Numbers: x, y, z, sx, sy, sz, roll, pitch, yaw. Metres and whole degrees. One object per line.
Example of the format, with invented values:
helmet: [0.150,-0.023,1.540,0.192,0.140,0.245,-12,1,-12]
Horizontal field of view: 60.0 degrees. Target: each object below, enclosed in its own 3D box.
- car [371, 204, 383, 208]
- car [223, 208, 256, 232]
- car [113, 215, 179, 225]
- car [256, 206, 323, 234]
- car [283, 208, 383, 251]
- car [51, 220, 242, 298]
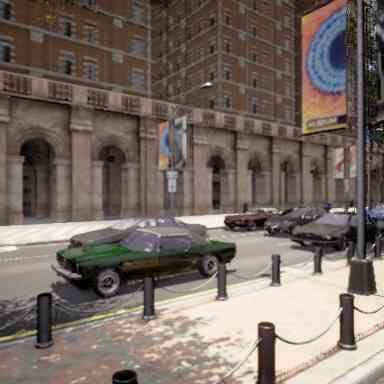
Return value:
car: [14.167,1.610,24.557,4.674,1.442,1.812,0,0,-36]
car: [4.229,1.683,21.086,4.718,1.301,1.895,0,0,-37]
car: [-1.796,1.610,12.660,5.357,1.411,2.033,0,0,-37]
car: [6.088,1.578,18.543,4.892,1.490,1.837,0,0,-37]
car: [6.639,1.602,14.588,5.357,1.411,2.033,0,0,-37]
car: [-1.097,1.645,8.814,4.718,1.301,1.895,0,0,-37]
